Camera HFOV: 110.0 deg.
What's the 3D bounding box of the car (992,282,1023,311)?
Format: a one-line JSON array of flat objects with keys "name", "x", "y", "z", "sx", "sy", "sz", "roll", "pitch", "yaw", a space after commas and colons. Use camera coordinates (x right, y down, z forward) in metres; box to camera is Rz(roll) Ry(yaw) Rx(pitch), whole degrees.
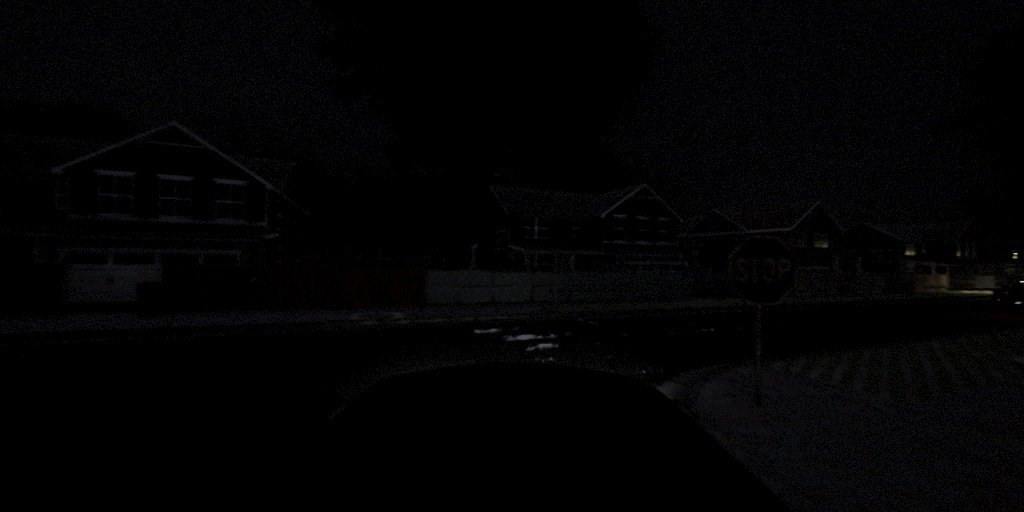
[{"name": "car", "x": 25.658, "y": 2.019, "z": 17.500, "sx": 4.902, "sy": 1.511, "sz": 2.128, "roll": 2, "pitch": -1, "yaw": -22}]
